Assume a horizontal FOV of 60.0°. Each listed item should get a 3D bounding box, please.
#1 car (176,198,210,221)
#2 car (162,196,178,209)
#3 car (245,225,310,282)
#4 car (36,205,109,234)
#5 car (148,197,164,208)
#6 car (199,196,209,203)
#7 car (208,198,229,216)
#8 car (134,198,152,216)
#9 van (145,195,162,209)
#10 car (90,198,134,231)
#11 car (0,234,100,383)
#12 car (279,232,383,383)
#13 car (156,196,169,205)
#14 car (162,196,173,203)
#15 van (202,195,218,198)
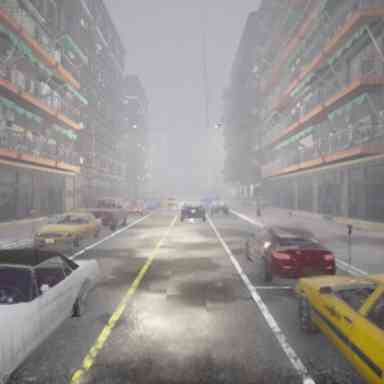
[{"bbox_3d":[0.095,1.482,27.131,2.163,1.488,4.792,0,0,0],"label":"car"},{"bbox_3d":[-2.844,1.445,46.174,1.882,1.535,5.008,0,0,0],"label":"car"},{"bbox_3d":[2.572,1.574,9.376,1.802,1.307,4.206,1,0,0],"label":"car"},{"bbox_3d":[-5.314,1.513,14.846,1.752,1.417,4.829,1,0,0],"label":"car"},{"bbox_3d":[-5.281,1.511,49.042,1.887,1.381,4.507,1,0,0],"label":"car"},{"bbox_3d":[2.562,1.504,71.755,1.887,1.381,4.507,1,0,0],"label":"car"},{"bbox_3d":[2.569,1.526,32.059,2.008,1.369,4.403,1,0,0],"label":"car"},{"bbox_3d":[-5.290,1.558,32.029,1.802,1.307,4.206,1,0,0],"label":"car"},{"bbox_3d":[-5.278,1.310,43.371,1.690,1.788,3.998,1,0,0],"label":"van"},{"bbox_3d":[-5.315,1.299,20.687,2.192,1.841,5.009,1,0,0],"label":"car"},{"bbox_3d":[-2.852,1.597,4.644,1.895,1.301,4.718,0,0,0],"label":"car"},{"bbox_3d":[2.574,1.522,3.875,1.752,1.417,4.829,1,0,0],"label":"car"},{"bbox_3d":[-5.283,1.513,60.384,2.008,1.369,4.403,1,0,0],"label":"car"},{"bbox_3d":[-5.285,1.504,71.725,1.887,1.381,4.507,1,0,0],"label":"car"},{"bbox_3d":[2.569,1.310,43.400,1.690,1.788,3.998,1,0,0],"label":"van"}]
